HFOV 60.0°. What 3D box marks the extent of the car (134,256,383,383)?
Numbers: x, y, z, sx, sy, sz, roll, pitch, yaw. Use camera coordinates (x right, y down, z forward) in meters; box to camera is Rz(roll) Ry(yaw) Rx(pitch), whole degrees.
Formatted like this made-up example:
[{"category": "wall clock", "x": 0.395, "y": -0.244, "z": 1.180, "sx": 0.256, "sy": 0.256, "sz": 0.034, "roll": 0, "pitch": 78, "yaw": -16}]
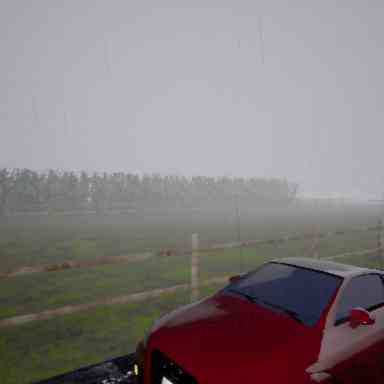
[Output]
[{"category": "car", "x": 1.433, "y": 1.573, "z": 4.097, "sx": 4.181, "sy": 1.385, "sz": 1.994, "roll": 0, "pitch": 0, "yaw": -35}]
